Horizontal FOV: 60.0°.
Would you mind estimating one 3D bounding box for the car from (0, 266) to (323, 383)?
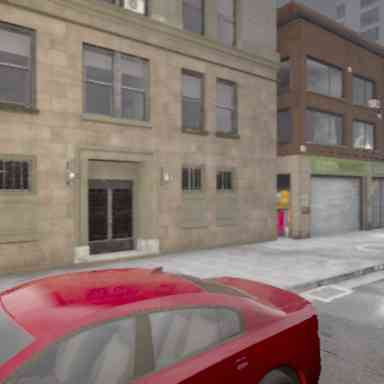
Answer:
[{"bbox_3d":[-0.992,1.477,2.661,5.008,1.535,1.882,0,0,-37],"label":"car"}]
